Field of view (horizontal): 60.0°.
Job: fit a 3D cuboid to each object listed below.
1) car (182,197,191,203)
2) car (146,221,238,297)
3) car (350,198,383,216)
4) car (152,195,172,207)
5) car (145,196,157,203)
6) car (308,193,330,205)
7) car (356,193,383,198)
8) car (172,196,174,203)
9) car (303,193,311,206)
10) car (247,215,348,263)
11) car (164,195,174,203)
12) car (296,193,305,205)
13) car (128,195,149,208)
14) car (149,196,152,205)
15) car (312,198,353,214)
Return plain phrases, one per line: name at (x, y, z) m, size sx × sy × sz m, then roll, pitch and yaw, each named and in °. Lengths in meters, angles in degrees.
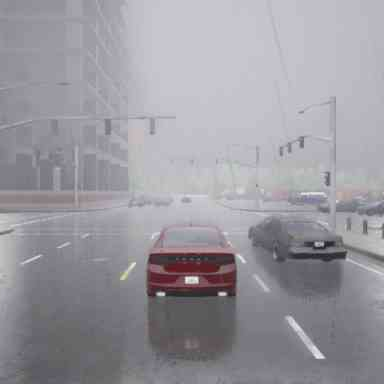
car at (-1.209, 1.599, 69.240) m, size 1.895 × 1.301 × 4.718 m, roll 0°, pitch 0°, yaw -1°
car at (-0.013, 1.477, 8.626) m, size 1.882 × 1.535 × 5.008 m, roll 0°, pitch 0°, yaw 0°
car at (18.381, 1.580, 32.257) m, size 4.674 × 1.442 × 1.812 m, roll 0°, pitch 0°, yaw -1°
car at (-4.619, 1.476, 51.185) m, size 1.882 × 1.535 × 5.008 m, roll 0°, pitch 0°, yaw -1°
car at (-8.305, 1.562, 68.052) m, size 1.994 × 1.385 × 4.181 m, roll 0°, pitch 0°, yaw -1°
car at (24.108, 1.449, 61.278) m, size 3.806 × 1.475 × 1.970 m, roll 0°, pitch 0°, yaw -1°
car at (39.026, 1.207, 72.533) m, size 4.605 × 1.855 × 1.932 m, roll 0°, pitch 0°, yaw -1°
car at (-4.752, 1.546, 61.143) m, size 2.033 × 1.411 × 5.357 m, roll 0°, pitch 0°, yaw 0°
car at (24.085, 1.418, 64.173) m, size 3.905 × 1.438 × 1.784 m, roll 0°, pitch 0°, yaw -1°
car at (3.475, 1.547, 12.059) m, size 2.033 × 1.411 × 5.357 m, roll 0°, pitch 0°, yaw -4°
car at (-4.841, 1.498, 71.263) m, size 1.837 × 1.490 × 4.892 m, roll 0°, pitch 0°, yaw -1°
car at (24.012, 1.207, 66.856) m, size 4.605 × 1.855 × 1.932 m, roll 0°, pitch 0°, yaw -1°
car at (-8.088, 1.490, 48.877) m, size 2.128 × 1.511 × 4.902 m, roll 0°, pitch 0°, yaw -1°
car at (-8.217, 1.350, 58.090) m, size 2.097 × 1.767 × 4.553 m, roll 0°, pitch 0°, yaw -1°
car at (16.276, 1.602, 35.753) m, size 5.357 × 1.411 × 2.033 m, roll 0°, pitch 0°, yaw -1°
